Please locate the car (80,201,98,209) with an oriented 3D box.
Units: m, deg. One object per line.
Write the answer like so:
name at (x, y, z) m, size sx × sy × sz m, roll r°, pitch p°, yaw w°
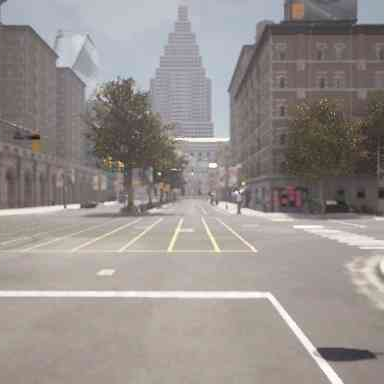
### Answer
car at (-18.221, 2.276, 58.746) m, size 1.895 × 1.301 × 4.718 m, roll 0°, pitch -1°, yaw 0°
